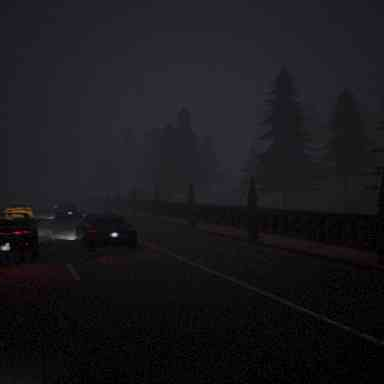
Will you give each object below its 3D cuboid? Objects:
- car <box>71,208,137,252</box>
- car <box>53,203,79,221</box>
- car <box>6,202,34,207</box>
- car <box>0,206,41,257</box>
[{"bbox_3d":[-3.780,1.573,14.246,1.994,1.385,4.181,0,0,-26],"label":"car"},{"bbox_3d":[-10.288,1.597,27.475,1.994,1.385,4.181,0,0,-25],"label":"car"},{"bbox_3d":[-13.916,1.529,26.942,1.882,1.535,5.008,0,0,-26],"label":"car"},{"bbox_3d":[-6.804,1.517,12.459,2.128,1.511,4.902,0,0,-26],"label":"car"}]
